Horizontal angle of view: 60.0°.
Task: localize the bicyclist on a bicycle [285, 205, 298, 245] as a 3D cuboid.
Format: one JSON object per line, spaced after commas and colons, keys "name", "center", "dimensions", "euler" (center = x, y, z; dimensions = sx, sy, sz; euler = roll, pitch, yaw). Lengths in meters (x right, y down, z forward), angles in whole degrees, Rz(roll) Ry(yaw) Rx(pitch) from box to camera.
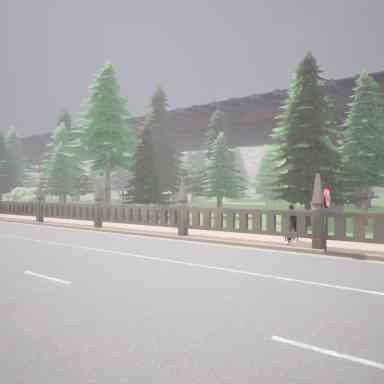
{"name": "bicyclist on a bicycle", "center": [4.107, 1.344, 13.597], "dimensions": [0.582, 1.620, 1.656], "euler": [0, -3, 35]}
